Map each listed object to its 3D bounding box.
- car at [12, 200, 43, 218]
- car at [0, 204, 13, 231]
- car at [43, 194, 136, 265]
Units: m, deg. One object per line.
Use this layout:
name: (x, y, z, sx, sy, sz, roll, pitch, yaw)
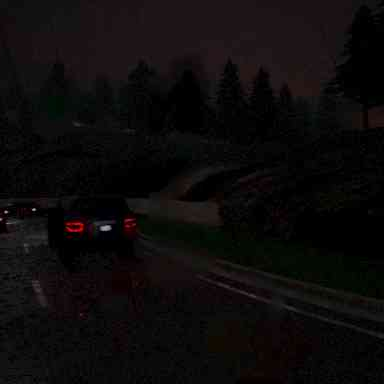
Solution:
car: (-14.291, 1.416, 28.174, 4.181, 1.385, 1.994, -1, 1, 41)
car: (-11.730, 1.491, 19.190, 2.033, 1.411, 5.357, -2, 1, -30)
car: (-3.724, 1.100, 11.731, 2.150, 2.045, 5.566, -2, 1, -29)
